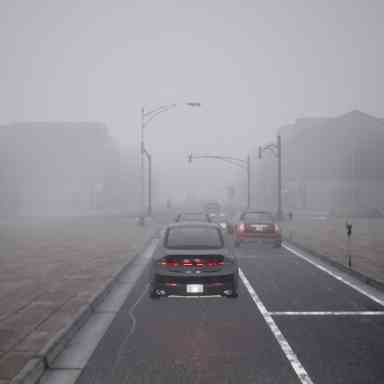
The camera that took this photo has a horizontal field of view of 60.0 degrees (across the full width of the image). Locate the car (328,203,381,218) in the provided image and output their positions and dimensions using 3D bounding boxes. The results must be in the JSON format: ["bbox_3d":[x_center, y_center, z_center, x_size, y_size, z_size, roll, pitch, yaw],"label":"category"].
[{"bbox_3d":[14.484,1.630,29.740,4.181,1.385,1.994,0,-2,0],"label":"car"}]

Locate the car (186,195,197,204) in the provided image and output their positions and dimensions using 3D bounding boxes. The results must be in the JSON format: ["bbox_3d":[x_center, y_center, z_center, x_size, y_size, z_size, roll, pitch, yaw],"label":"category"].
[{"bbox_3d":[-0.180,1.570,72.172,2.150,2.045,5.566,0,-1,0],"label":"car"}]

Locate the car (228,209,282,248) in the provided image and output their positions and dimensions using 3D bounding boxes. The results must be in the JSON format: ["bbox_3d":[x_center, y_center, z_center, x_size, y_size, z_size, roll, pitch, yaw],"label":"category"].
[{"bbox_3d":[2.620,1.457,14.881,1.967,1.590,4.097,2,0,0],"label":"car"}]

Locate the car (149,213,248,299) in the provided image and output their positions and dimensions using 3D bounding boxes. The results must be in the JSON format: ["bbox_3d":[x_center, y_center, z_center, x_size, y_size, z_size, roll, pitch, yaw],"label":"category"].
[{"bbox_3d":[0.017,1.512,8.484,1.837,1.490,4.892,0,0,-1],"label":"car"}]

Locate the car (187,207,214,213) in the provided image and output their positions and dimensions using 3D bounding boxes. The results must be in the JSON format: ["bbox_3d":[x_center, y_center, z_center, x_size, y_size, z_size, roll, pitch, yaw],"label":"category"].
[{"bbox_3d":[0.050,1.619,15.959,1.895,1.301,4.718,0,0,0],"label":"car"}]

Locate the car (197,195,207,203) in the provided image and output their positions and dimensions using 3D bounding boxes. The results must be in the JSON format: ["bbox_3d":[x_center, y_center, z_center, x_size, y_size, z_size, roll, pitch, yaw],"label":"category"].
[{"bbox_3d":[2.444,1.735,79.692,2.192,1.841,5.009,1,-1,0],"label":"car"}]

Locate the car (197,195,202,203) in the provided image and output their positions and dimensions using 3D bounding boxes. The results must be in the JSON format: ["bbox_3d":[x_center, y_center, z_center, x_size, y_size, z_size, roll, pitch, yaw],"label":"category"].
[{"bbox_3d":[2.483,1.829,63.376,1.947,1.339,4.313,1,-1,0],"label":"car"}]

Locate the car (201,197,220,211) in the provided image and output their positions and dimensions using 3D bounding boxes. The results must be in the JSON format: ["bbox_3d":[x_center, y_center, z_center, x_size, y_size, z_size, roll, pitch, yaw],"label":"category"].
[{"bbox_3d":[2.543,1.672,41.627,1.947,1.339,4.313,1,0,0],"label":"car"}]

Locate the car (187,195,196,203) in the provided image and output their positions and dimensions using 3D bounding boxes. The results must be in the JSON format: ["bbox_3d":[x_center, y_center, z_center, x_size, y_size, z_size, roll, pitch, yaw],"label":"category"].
[{"bbox_3d":[-0.222,1.675,82.581,2.150,2.045,5.566,0,-1,0],"label":"car"}]

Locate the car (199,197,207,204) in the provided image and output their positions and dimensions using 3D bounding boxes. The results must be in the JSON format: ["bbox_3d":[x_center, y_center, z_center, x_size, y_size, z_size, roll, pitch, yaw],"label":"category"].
[{"bbox_3d":[2.455,1.892,74.421,1.752,1.417,4.829,1,-1,0],"label":"car"}]

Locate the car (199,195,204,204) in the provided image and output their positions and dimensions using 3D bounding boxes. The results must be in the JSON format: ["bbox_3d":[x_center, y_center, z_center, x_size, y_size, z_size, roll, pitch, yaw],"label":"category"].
[{"bbox_3d":[2.514,1.702,52.671,1.752,1.417,4.829,1,0,0],"label":"car"}]

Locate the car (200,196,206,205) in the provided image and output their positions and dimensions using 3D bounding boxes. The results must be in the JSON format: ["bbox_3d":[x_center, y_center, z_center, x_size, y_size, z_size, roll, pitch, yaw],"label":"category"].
[{"bbox_3d":[2.528,1.704,47.064,1.947,1.339,4.313,1,0,0],"label":"car"}]
